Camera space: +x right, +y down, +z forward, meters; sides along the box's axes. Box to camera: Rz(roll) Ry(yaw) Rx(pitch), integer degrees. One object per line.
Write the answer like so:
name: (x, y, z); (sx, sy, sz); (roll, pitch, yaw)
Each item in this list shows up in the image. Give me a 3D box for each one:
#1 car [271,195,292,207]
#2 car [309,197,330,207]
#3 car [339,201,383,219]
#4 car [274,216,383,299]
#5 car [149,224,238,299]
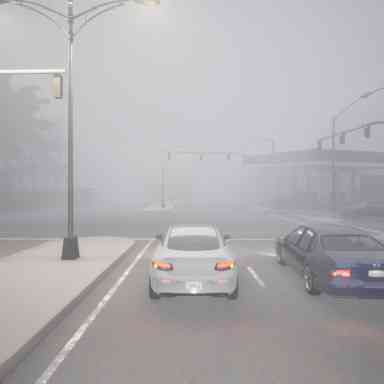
car: (12.882, 1.294, 47.935); (2.242, 1.667, 4.611); (0, 0, 0)
car: (18.622, 1.455, 48.737); (1.970, 1.475, 3.806); (0, 0, 0)
car: (14.743, 1.525, 27.801); (4.674, 1.442, 1.812); (0, 0, -1)
car: (3.508, 1.547, 8.611); (2.033, 1.411, 5.357); (0, 0, 3)
car: (0.029, 1.526, 8.303); (1.812, 1.442, 4.674); (0, 0, 0)
